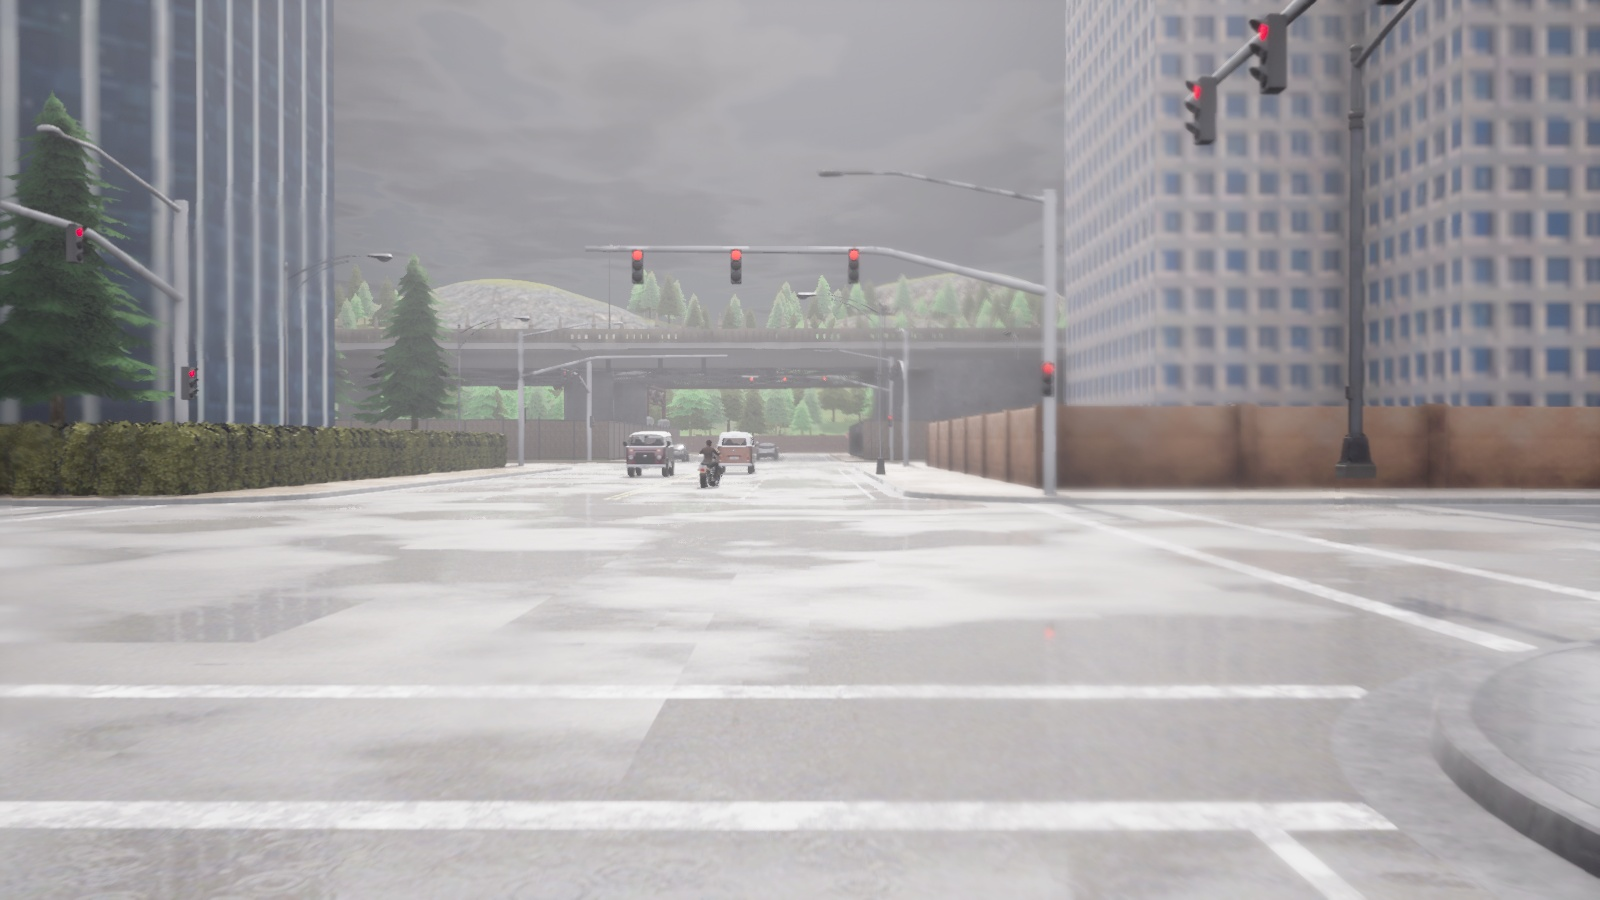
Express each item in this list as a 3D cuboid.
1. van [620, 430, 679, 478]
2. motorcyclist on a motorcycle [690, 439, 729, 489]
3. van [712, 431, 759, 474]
[{"bbox_3d":[-6.666,0.148,56.035,2.069,2.038,4.480,0,0,0],"label":"van"},{"bbox_3d":[-3.035,0.455,42.388,0.766,1.649,2.350,1,0,8],"label":"motorcyclist on a motorcycle"},{"bbox_3d":[-3.132,0.117,61.994,2.069,2.038,4.480,0,0,0],"label":"van"}]
